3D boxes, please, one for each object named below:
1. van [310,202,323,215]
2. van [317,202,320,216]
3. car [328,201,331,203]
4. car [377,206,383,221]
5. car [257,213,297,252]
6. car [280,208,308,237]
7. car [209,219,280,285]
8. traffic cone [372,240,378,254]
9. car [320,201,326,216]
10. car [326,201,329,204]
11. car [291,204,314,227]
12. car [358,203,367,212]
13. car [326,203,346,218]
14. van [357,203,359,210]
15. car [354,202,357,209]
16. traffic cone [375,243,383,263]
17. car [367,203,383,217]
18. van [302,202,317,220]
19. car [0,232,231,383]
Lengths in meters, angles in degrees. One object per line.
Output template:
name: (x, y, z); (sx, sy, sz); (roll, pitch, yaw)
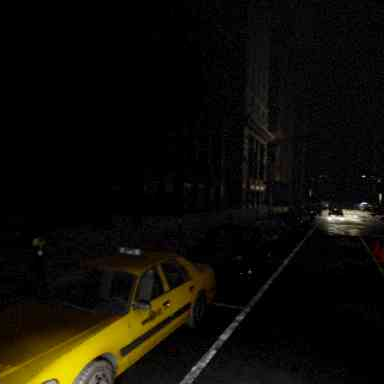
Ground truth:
van: (19.279, 2.486, 51.468); (1.690, 1.788, 3.998); (2, -1, 24)
van: (12.524, 2.102, 35.972); (1.690, 1.788, 3.998); (2, -1, 24)
car: (30.530, 3.364, 77.295); (1.947, 1.339, 4.313); (2, -1, 24)
car: (22.584, 2.672, 37.739); (1.887, 1.381, 4.507); (2, -1, 24)
car: (3.509, 1.839, 15.307); (1.802, 1.307, 4.206); (2, -1, 24)
car: (5.761, 1.948, 20.473); (1.947, 1.339, 4.313); (2, -1, 24)
car: (1.258, 1.699, 10.141); (1.947, 1.339, 4.313); (2, -1, 24)
traffic cone: (7.914, 2.355, 14.210); (0.340, 0.580, 0.340); (2, -1, 24)
car: (17.028, 2.331, 46.303); (2.192, 1.841, 5.009); (2, -1, 24)
car: (26.027, 3.080, 66.964); (1.887, 1.381, 4.507); (2, -1, 24)
car: (8.017, 1.948, 25.640); (1.967, 1.590, 4.097); (2, -1, 24)
car: (36.162, 3.435, 68.888); (1.752, 1.417, 4.829); (2, -1, 24)
car: (19.501, 2.616, 45.075); (1.812, 1.442, 4.674); (2, -1, 24)
van: (38.351, 3.379, 73.899); (1.690, 1.788, 3.998); (2, -1, 24)
car: (42.851, 3.742, 84.229); (1.967, 1.590, 4.097); (2, -1, 24)
traffic cone: (7.115, 2.311, 12.377); (0.340, 0.580, 0.340); (2, -1, 24)
car: (27.095, 2.699, 48.072); (2.192, 1.841, 5.009); (2, -1, 24)
van: (10.272, 1.975, 30.807); (1.690, 1.788, 3.998); (2, -1, 24)
car: (-1.061, 1.532, 4.820); (1.752, 1.417, 4.829); (2, -1, 24)
